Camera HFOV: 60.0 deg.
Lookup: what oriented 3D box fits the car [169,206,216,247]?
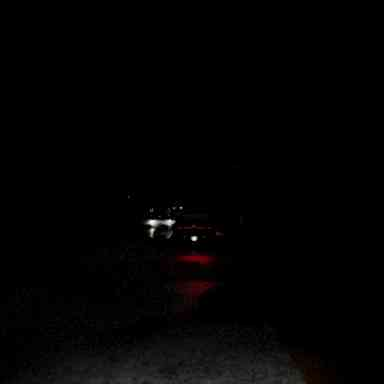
[{"bbox_3d":[0.093,1.662,15.976,1.837,1.490,4.892,0,-1,0],"label":"car"}]

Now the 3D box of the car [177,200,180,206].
[{"bbox_3d":[-3.051,2.524,73.533,1.812,1.442,4.674,0,-2,-1],"label":"car"}]

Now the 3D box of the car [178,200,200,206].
[{"bbox_3d":[0.056,1.812,32.696,2.128,1.511,4.902,0,-1,0],"label":"car"}]

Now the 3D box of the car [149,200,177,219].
[{"bbox_3d":[-2.889,1.667,32.134,2.097,1.767,4.553,0,-1,0],"label":"car"}]
